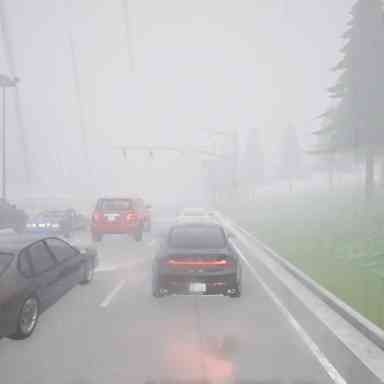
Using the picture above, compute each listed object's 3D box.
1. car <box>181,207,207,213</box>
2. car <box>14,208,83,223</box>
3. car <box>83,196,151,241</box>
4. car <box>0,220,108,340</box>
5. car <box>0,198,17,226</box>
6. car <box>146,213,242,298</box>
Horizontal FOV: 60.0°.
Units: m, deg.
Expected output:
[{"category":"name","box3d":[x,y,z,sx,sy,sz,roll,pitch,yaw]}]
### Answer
[{"category":"car","box3d":[0.111,1.526,17.598,1.812,1.442,4.674,0,0,0]},{"category":"car","box3d":[-6.856,1.547,17.448,2.033,1.411,5.357,0,0,-2]},{"category":"car","box3d":[-3.388,1.221,16.715,2.150,2.045,5.566,0,0,0]},{"category":"car","box3d":[-3.398,1.547,6.467,2.033,1.411,5.357,0,0,0]},{"category":"car","box3d":[-10.390,1.221,16.558,2.150,2.045,5.566,0,0,0]},{"category":"car","box3d":[0.106,1.505,8.521,1.837,1.490,4.892,0,0,0]}]
